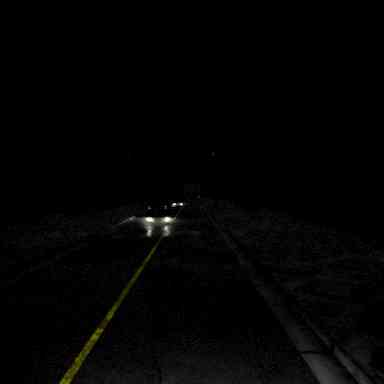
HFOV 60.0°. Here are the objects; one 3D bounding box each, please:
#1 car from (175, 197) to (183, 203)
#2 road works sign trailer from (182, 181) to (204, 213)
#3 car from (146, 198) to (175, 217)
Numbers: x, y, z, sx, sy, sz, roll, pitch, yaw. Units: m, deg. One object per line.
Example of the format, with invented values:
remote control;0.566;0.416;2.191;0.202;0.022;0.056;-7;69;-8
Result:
car;-3.016;1.704;73.760;1.895;1.301;4.718;0;0;0
road works sign trailer;-0.008;0.530;38.164;2.380;3.560;2.880;0;0;0
car;-3.103;1.402;31.914;2.097;1.767;4.553;0;0;0
